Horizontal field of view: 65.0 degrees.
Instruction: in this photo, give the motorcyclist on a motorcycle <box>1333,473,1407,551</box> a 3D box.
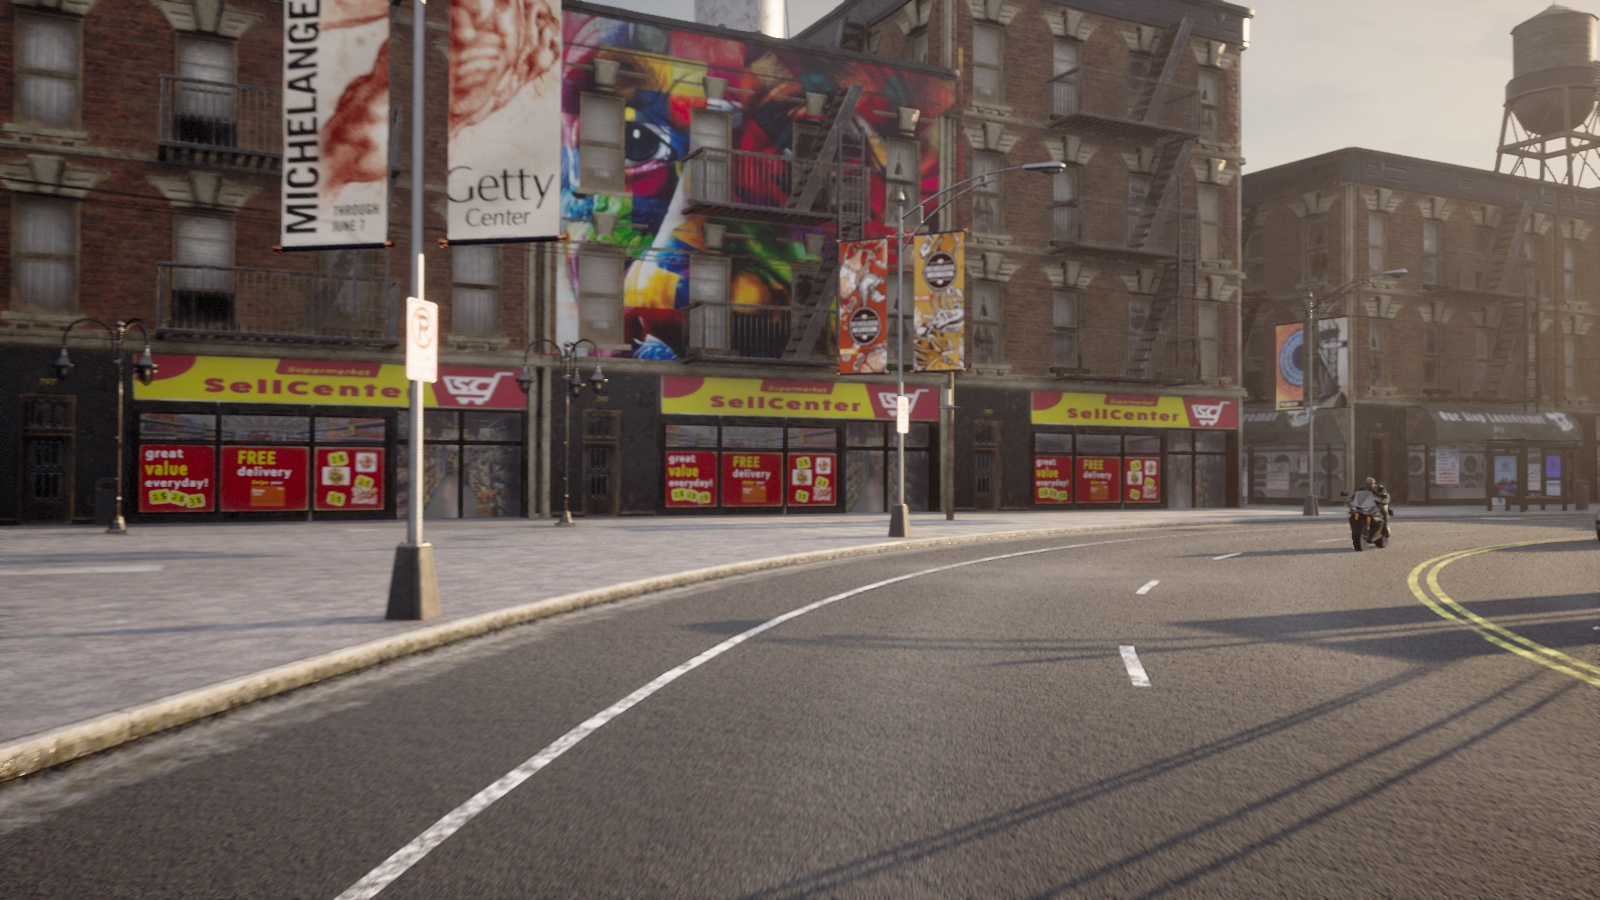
[{"bbox_3d":[11.730,1.245,25.817,0.866,1.530,2.191,-1,-1,39],"label":"motorcyclist on a motorcycle"}]
